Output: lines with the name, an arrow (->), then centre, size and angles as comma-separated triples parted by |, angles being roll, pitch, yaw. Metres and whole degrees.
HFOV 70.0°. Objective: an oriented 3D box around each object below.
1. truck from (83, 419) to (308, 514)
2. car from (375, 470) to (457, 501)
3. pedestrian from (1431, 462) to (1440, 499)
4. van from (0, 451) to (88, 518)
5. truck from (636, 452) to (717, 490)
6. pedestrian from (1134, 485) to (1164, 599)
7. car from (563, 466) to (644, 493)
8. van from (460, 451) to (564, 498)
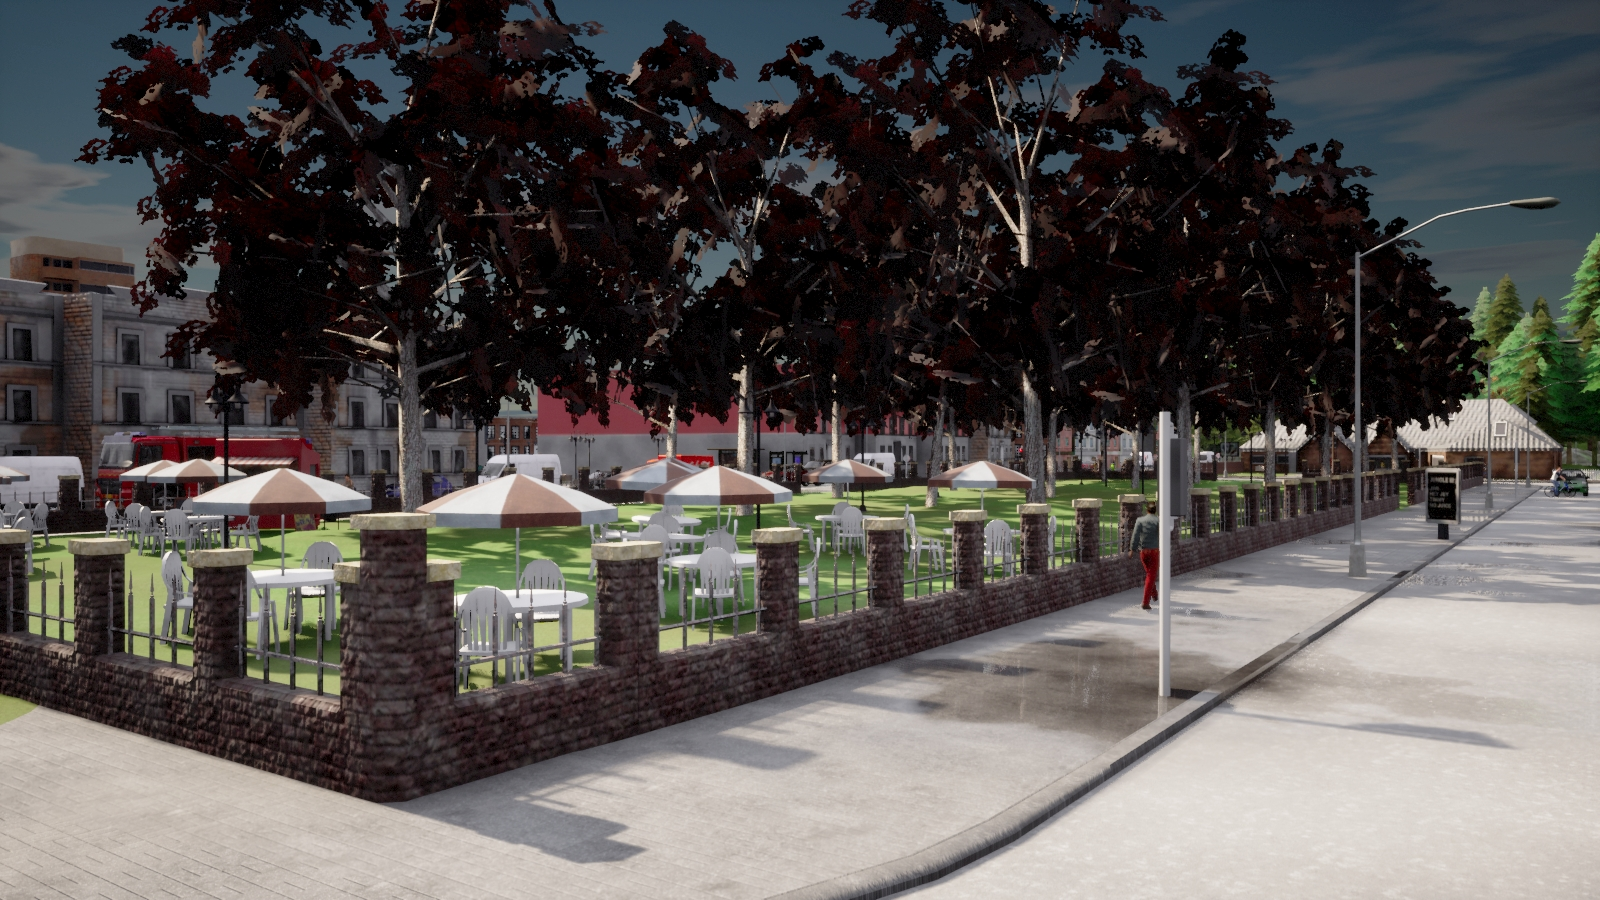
truck -> -26.598, 0.670, 50.778 | 2.891, 3.827, 8.468 | 0, 0, 35
car -> -20.045, 1.818, 59.739 | 1.845, 1.501, 3.633 | 0, 0, 35
pedestrian -> 32.051, 1.525, 57.623 | 0.375, 1.860, 0.375 | 0, 0, 35
van -> -31.061, 1.315, 43.950 | 1.988, 2.561, 5.915 | 0, 0, 35
truck -> -8.233, 1.348, 76.671 | 2.627, 2.467, 5.204 | 0, 0, 35
pedestrian -> 5.843, 1.525, 19.138 | 0.375, 1.860, 0.375 | 0, 0, 37
car -> -12.166, 1.814, 71.050 | 2.097, 1.535, 5.006 | 0, 0, 35
van -> -16.329, 1.314, 65.083 | 1.988, 2.561, 5.915 | 0, 0, 35
